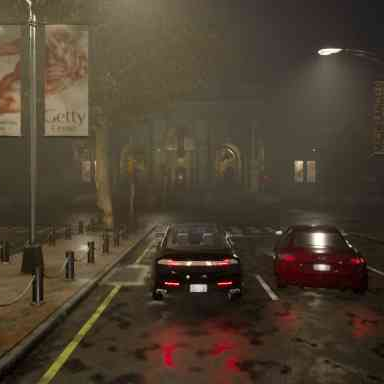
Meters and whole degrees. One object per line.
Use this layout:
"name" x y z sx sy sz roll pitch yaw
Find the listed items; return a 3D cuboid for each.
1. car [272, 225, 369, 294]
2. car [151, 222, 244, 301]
"car" 3.250 1.564 8.974 1.994 1.385 4.181 0 0 14
"car" 0.078 1.492 8.322 2.128 1.511 4.902 0 0 -1
